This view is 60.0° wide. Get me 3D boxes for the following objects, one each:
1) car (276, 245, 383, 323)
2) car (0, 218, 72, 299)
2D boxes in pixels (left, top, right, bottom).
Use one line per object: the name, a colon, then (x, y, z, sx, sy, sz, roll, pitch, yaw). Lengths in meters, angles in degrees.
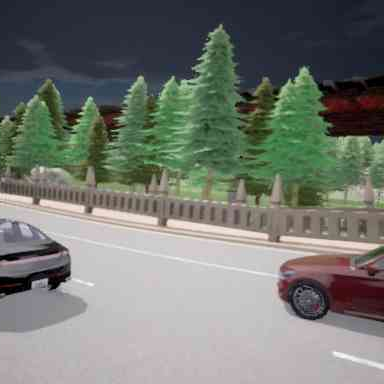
car: (3.790, 1.523, 5.587, 4.674, 1.442, 1.812, 0, 0, 35)
car: (-4.671, 1.329, 7.321, 4.902, 1.511, 2.128, 3, 1, 35)
